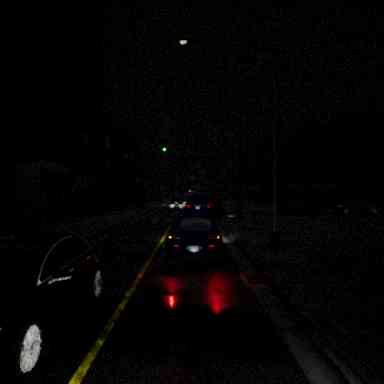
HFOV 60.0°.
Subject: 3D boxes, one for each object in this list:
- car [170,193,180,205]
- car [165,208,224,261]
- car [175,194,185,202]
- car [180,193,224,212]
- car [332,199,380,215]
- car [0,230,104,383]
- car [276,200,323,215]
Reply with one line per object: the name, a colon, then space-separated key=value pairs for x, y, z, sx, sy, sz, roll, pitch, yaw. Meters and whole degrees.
car: x=-2.775 y=1.194 z=60.581 sx=2.150 sy=2.045 sz=5.566 roll=0 pitch=0 yaw=1
car: x=0.085 y=1.492 z=11.930 sx=1.812 sy=1.442 sz=4.674 roll=0 pitch=-1 yaw=1
car: x=-2.736 y=1.337 z=76.037 sx=2.097 sy=1.767 sz=4.553 roll=0 pitch=0 yaw=0
car: x=1.027 y=1.172 z=25.593 sx=2.150 sy=2.045 sz=5.566 roll=0 pitch=0 yaw=14
car: x=15.839 y=1.365 z=32.392 sx=4.097 sy=1.590 sz=1.967 roll=0 pitch=0 yaw=0
car: x=-2.843 y=1.486 z=5.488 sx=1.837 sy=1.490 sz=4.892 roll=0 pitch=0 yaw=0
car: x=10.375 y=1.475 z=32.397 sx=4.507 sy=1.381 sz=1.887 roll=0 pitch=0 yaw=0
